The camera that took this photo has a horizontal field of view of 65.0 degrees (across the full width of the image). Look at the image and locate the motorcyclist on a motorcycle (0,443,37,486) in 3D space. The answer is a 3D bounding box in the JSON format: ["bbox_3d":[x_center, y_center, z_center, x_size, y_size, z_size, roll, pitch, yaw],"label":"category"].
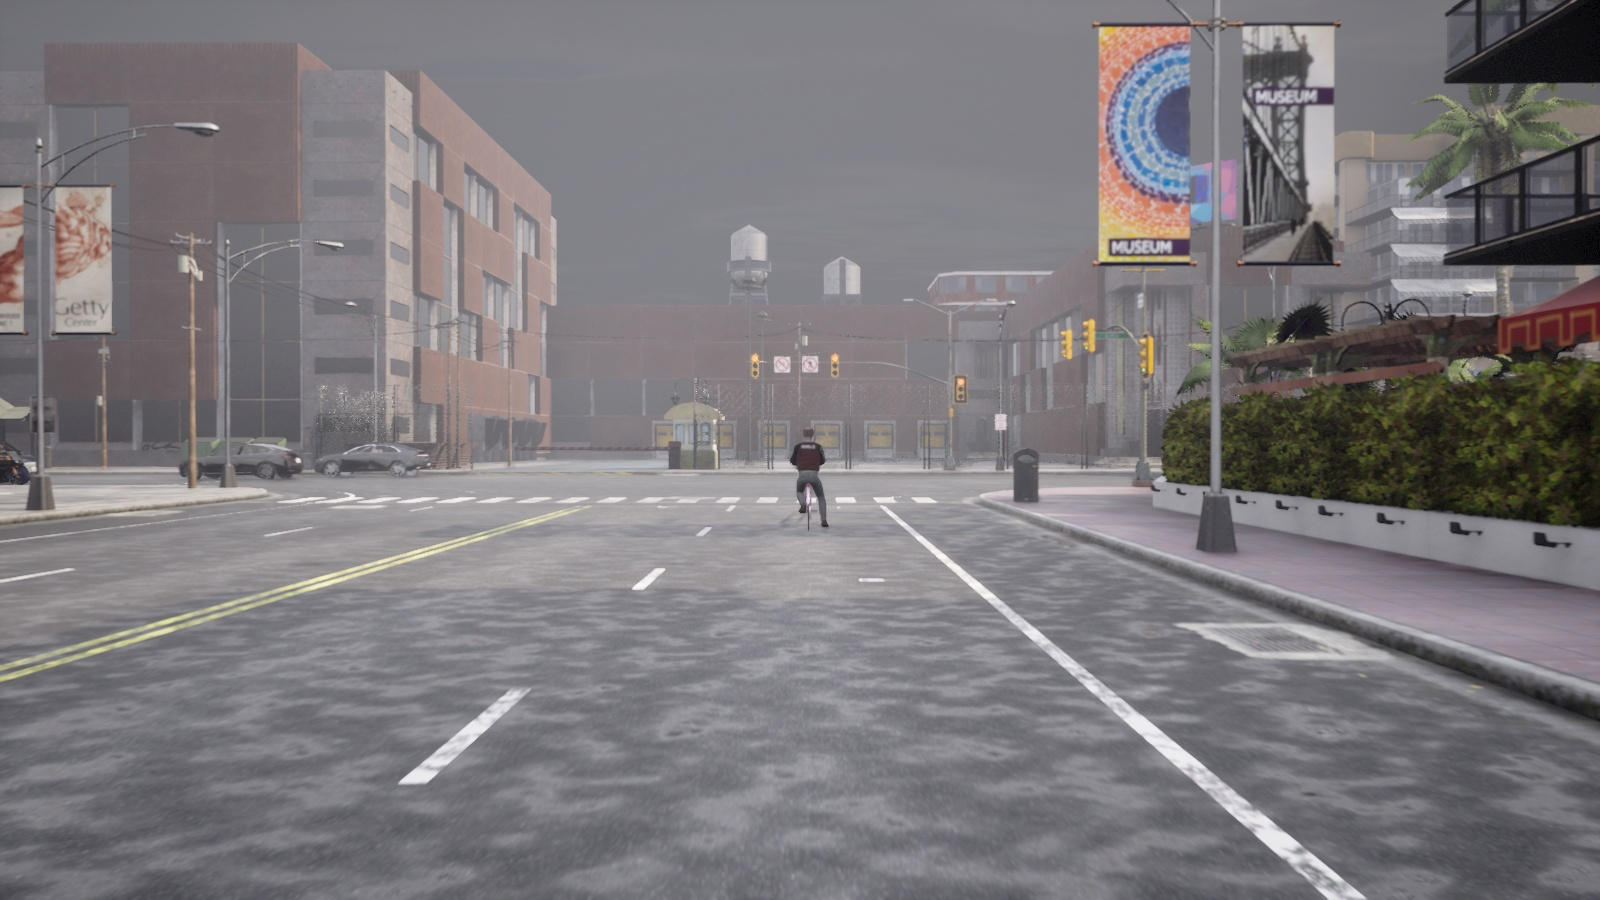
[{"bbox_3d":[-28.414,0.507,44.549,2.191,1.530,0.866,0,0,2],"label":"motorcyclist on a motorcycle"}]

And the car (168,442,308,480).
[{"bbox_3d":[-22.970,0.438,51.449,4.792,1.488,2.163,0,0,1],"label":"car"}]

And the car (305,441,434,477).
[{"bbox_3d":[-18.767,0.378,54.888,4.902,1.511,2.128,0,0,1],"label":"car"}]

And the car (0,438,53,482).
[{"bbox_3d":[-31.632,0.380,48.075,4.856,1.649,2.033,0,0,1],"label":"car"}]

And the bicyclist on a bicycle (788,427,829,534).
[{"bbox_3d":[0.143,0.495,21.609,0.659,1.776,1.843,0,1,0],"label":"bicyclist on a bicycle"}]
